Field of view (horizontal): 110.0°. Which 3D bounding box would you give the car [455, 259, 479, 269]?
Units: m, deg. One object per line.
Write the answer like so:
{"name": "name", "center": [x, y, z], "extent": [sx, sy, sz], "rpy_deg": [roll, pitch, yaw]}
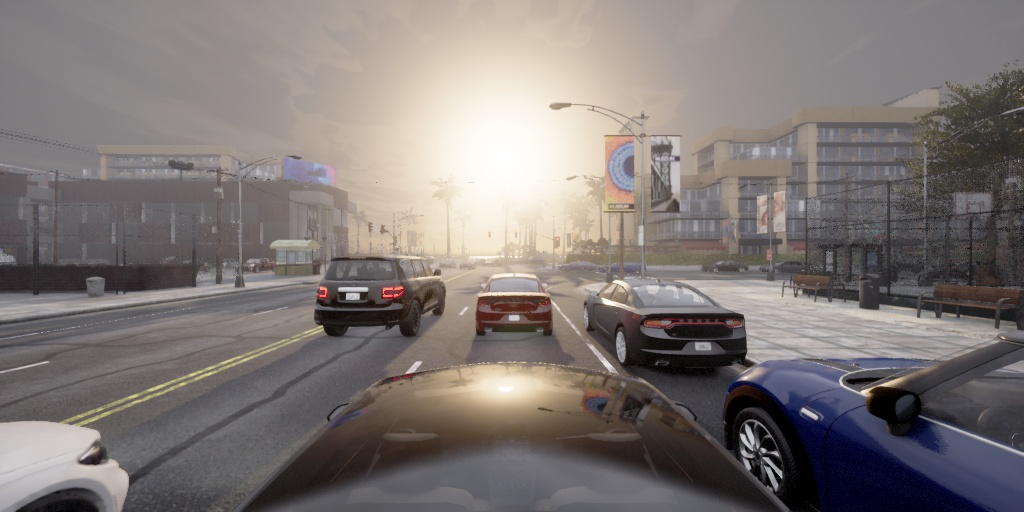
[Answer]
{"name": "car", "center": [-6.749, 1.314, 54.274], "extent": [1.994, 1.385, 4.181], "rpy_deg": [0, 0, 4]}

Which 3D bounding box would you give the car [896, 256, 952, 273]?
{"name": "car", "center": [45.181, 0.759, 38.771], "extent": [4.553, 1.767, 2.097], "rpy_deg": [0, 0, -1]}

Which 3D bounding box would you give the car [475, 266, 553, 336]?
{"name": "car", "center": [0.064, 1.228, 10.461], "extent": [1.882, 1.535, 5.008], "rpy_deg": [0, 0, 0]}

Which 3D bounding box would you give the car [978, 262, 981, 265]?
{"name": "car", "center": [45.183, 1.102, 31.771], "extent": [4.553, 1.767, 2.097], "rpy_deg": [0, 0, -1]}

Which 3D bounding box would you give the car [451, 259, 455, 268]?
{"name": "car", "center": [-10.104, 1.255, 56.460], "extent": [1.837, 1.490, 4.892], "rpy_deg": [0, 0, 5]}

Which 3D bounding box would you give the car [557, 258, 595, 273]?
{"name": "car", "center": [7.959, 1.275, 43.536], "extent": [4.674, 1.442, 1.812], "rpy_deg": [0, 1, 21]}

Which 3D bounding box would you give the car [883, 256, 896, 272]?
{"name": "car", "center": [45.052, 0.968, 42.270], "extent": [5.566, 2.045, 2.150], "rpy_deg": [0, 0, 0]}

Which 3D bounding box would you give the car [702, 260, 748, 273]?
{"name": "car", "center": [25.000, 1.227, 42.190], "extent": [5.008, 1.535, 1.882], "rpy_deg": [0, 0, 0]}

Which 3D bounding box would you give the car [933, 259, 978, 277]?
{"name": "car", "center": [45.182, 1.255, 35.271], "extent": [4.892, 1.490, 1.837], "rpy_deg": [0, 0, -1]}

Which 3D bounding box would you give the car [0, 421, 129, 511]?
{"name": "car", "center": [-3.410, 1.276, 0.328], "extent": [1.812, 1.442, 4.674], "rpy_deg": [0, 0, 0]}

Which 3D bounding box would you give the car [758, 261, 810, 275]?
{"name": "car", "center": [29.344, 1.254, 38.723], "extent": [4.892, 1.490, 1.837], "rpy_deg": [0, 0, 0]}

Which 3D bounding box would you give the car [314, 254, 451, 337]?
{"name": "car", "center": [-3.437, 0.971, 10.475], "extent": [2.150, 2.045, 5.566], "rpy_deg": [0, 0, 0]}

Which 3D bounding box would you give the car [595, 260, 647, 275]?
{"name": "car", "center": [11.916, 1.227, 38.814], "extent": [5.008, 1.535, 1.882], "rpy_deg": [0, 0, 4]}
